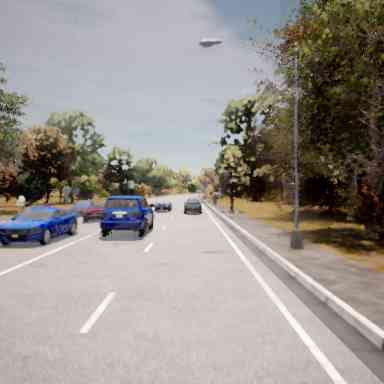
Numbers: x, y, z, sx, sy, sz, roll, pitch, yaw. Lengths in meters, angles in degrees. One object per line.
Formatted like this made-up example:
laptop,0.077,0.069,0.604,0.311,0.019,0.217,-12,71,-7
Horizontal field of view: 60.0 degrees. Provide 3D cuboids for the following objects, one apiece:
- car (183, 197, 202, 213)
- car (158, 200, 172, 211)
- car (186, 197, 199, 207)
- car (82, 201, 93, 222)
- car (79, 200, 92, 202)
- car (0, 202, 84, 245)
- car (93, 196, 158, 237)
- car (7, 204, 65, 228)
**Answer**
car,0.099,1.496,36.487,2.128,1.511,4.902,0,0,0
car,-3.402,1.607,39.855,1.895,1.301,4.718,0,0,0
car,0.096,1.555,52.999,2.033,1.411,5.357,0,0,0
car,-7.001,1.605,26.050,1.895,1.301,4.718,0,0,0
car,-10.502,1.530,32.835,1.812,1.442,4.674,0,0,0
car,-7.033,1.480,15.744,1.882,1.535,5.008,0,0,1
car,-3.402,1.224,18.276,2.150,2.045,5.566,0,0,0
car,-10.501,1.567,22.806,1.994,1.385,4.181,0,0,0
